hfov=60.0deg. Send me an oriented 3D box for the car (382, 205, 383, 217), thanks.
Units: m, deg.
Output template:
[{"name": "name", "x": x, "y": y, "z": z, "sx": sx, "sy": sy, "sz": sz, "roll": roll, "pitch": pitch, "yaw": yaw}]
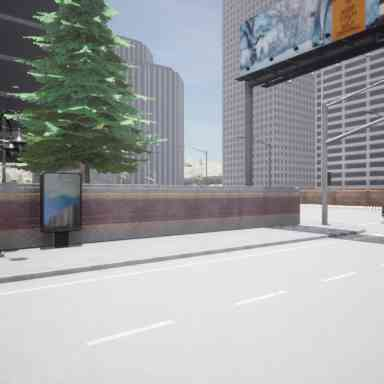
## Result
[{"name": "car", "x": 14.548, "y": 1.224, "z": 21.375, "sx": 2.150, "sy": 2.045, "sz": 5.566, "roll": 1, "pitch": 0, "yaw": 2}]
